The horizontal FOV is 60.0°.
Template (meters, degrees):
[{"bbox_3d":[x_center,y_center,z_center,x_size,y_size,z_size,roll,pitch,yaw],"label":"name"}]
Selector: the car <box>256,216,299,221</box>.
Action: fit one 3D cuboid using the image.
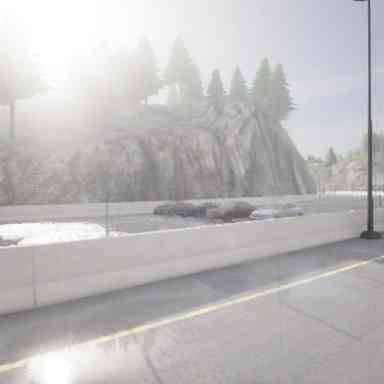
[{"bbox_3d":[5.833,1.381,22.339,4.674,1.442,1.812,-1,0,-42],"label":"car"}]
